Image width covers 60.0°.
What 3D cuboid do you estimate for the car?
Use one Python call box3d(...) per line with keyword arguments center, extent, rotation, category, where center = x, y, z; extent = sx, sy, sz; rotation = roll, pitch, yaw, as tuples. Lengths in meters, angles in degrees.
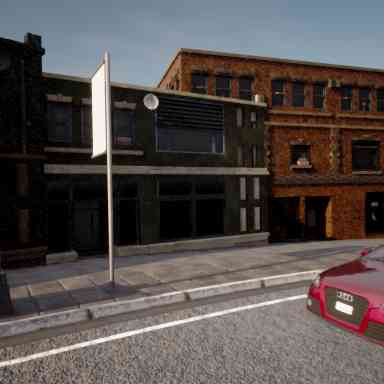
box3d(center=(4.092, 1.552, 5.810), extent=(4.181, 1.385, 1.994), rotation=(0, 0, -24), category="car")
